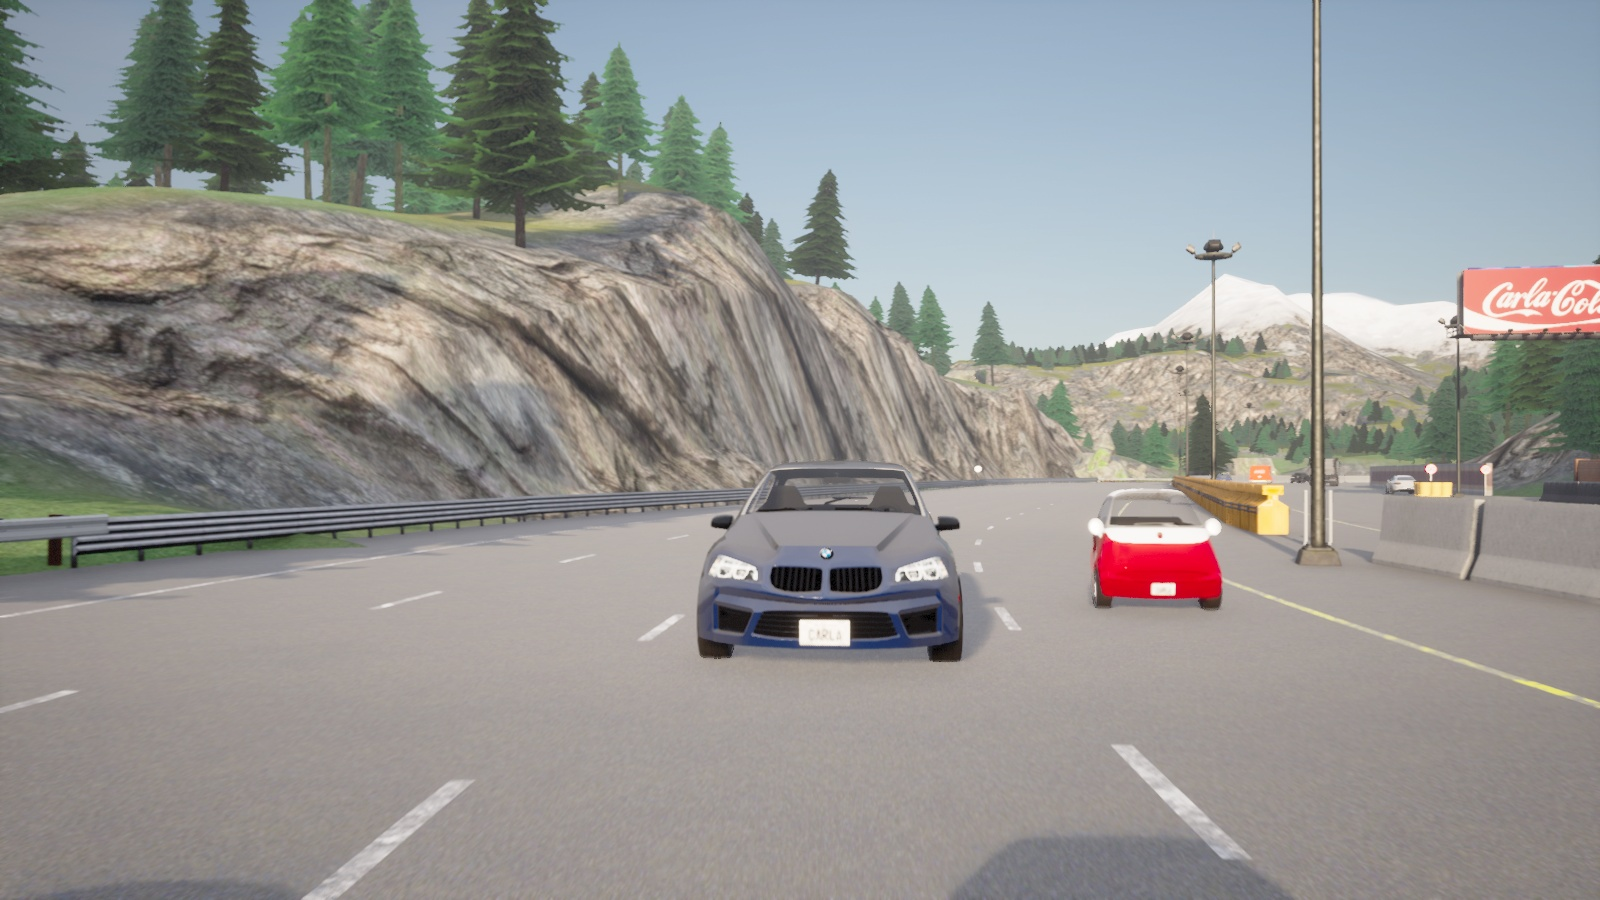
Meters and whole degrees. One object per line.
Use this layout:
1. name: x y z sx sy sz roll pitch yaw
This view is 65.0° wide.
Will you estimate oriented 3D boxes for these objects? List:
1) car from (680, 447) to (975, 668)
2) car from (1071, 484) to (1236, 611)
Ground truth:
1. car: 0.363 0.857 11.864 2.242 1.667 4.611 0 -1 4
2. car: 4.117 1.104 14.893 1.481 1.376 2.207 -1 -1 5
